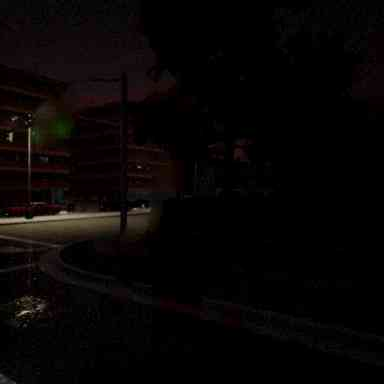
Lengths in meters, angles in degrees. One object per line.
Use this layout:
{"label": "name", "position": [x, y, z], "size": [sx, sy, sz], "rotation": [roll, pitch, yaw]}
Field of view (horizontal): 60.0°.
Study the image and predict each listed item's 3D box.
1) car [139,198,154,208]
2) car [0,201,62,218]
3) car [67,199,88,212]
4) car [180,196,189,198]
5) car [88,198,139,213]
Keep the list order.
{"label": "car", "position": [-6.655, 1.539, 46.196], "size": [1.994, 1.385, 4.181], "rotation": [0, 0, 36]}
{"label": "car", "position": [-14.274, 1.580, 29.772], "size": [1.895, 1.301, 4.718], "rotation": [0, 0, 33]}
{"label": "car", "position": [-12.209, 1.538, 38.525], "size": [1.994, 1.385, 4.181], "rotation": [0, 0, 37]}
{"label": "car", "position": [-1.454, 1.330, 47.402], "size": [2.097, 1.767, 4.553], "rotation": [0, 0, 36]}
{"label": "car", "position": [-8.741, 1.454, 37.373], "size": [1.882, 1.535, 5.008], "rotation": [0, 0, 36]}
